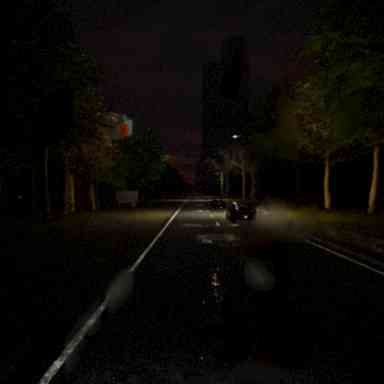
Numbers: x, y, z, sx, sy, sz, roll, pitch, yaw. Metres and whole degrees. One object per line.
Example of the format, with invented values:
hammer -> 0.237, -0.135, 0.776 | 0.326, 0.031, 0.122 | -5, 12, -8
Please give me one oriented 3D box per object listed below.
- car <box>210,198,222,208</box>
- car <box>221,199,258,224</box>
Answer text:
car -> 3.747, 1.535, 48.170 | 1.994, 1.385, 4.181 | 0, 0, 0
car -> 3.672, 1.483, 25.001 | 2.128, 1.511, 4.902 | 0, 0, 0
